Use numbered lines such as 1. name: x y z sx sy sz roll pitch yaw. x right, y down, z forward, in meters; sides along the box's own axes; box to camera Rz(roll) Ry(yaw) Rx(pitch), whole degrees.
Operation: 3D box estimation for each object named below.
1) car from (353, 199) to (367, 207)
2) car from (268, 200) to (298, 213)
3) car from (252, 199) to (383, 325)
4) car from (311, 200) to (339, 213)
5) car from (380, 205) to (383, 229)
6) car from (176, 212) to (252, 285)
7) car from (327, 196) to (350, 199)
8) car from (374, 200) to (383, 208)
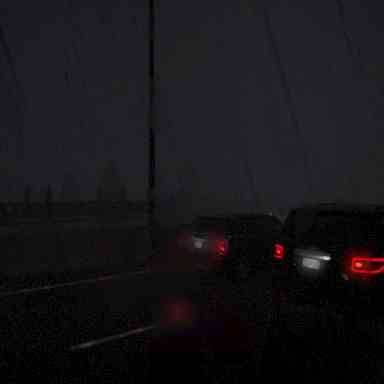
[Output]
1. car: 37.208 2.365 73.609 1.882 1.535 5.008 0 -3 39
2. car: 11.401 1.801 41.404 1.812 1.442 4.674 0 0 39
3. car: 3.991 1.268 7.136 5.566 2.045 2.150 0 0 -40
4. car: 17.376 1.798 43.280 2.128 1.511 4.902 0 0 39
5. car: 14.879 1.665 23.216 2.128 1.511 4.902 0 0 40
6. car: 1.804 1.402 9.943 4.553 1.767 2.097 0 0 -40
7. car: 15.314 1.470 35.087 2.150 2.045 5.566 0 0 39
8. car: 42.785 2.695 74.988 2.033 1.411 5.357 0 -4 39
